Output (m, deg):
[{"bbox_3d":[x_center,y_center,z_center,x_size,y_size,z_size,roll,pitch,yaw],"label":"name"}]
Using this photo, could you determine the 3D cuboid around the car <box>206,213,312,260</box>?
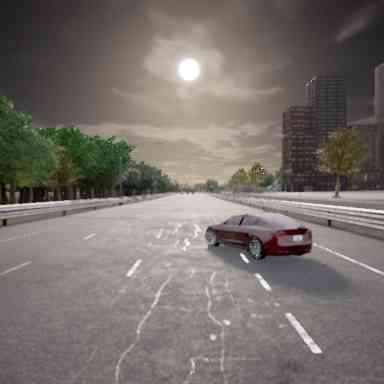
[{"bbox_3d":[2.339,1.511,12.675,2.163,1.488,4.792,0,0,-26],"label":"car"}]
